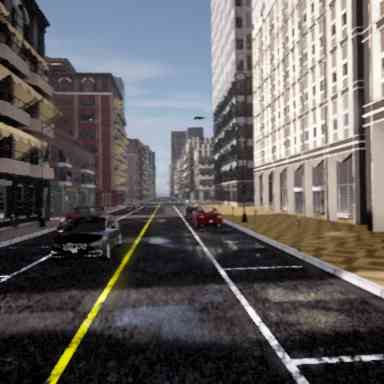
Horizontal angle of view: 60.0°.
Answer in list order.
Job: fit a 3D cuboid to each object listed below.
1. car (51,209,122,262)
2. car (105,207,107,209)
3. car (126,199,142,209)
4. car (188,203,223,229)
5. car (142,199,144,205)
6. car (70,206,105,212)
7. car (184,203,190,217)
[{"bbox_3d":[-3.922,1.658,13.009,1.837,1.490,4.892,-1,0,-4],"label":"car"},{"bbox_3d":[-7.791,1.900,27.778,1.802,1.307,4.206,-1,0,-5],"label":"car"},{"bbox_3d":[-10.011,2.111,55.933,2.008,1.369,4.403,-1,0,-5],"label":"car"},{"bbox_3d":[1.005,1.687,22.807,1.887,1.381,4.507,-1,0,-5],"label":"car"},{"bbox_3d":[-10.454,2.160,61.564,2.008,1.369,4.403,-1,0,-5],"label":"car"},{"bbox_3d":[-7.350,1.712,22.148,1.967,1.590,4.097,-1,0,-5],"label":"car"},{"bbox_3d":[0.117,1.788,34.069,2.008,1.369,4.403,-1,0,-5],"label":"car"}]
